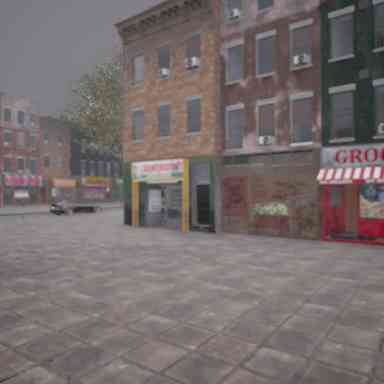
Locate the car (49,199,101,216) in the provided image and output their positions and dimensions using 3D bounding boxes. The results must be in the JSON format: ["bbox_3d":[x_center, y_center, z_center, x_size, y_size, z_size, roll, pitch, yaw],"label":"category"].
[{"bbox_3d":[-9.606,1.219,27.557,1.947,1.339,4.313,1,1,35],"label":"car"}]
